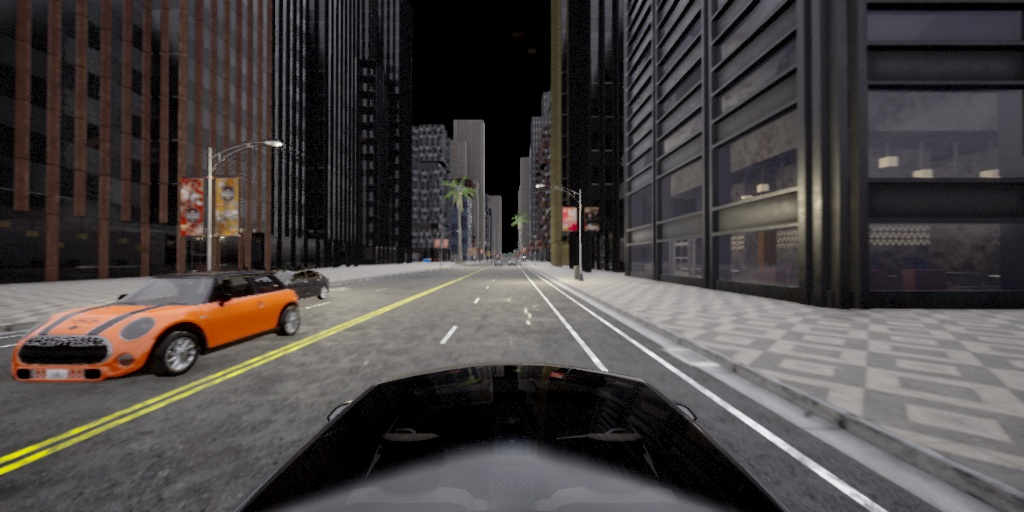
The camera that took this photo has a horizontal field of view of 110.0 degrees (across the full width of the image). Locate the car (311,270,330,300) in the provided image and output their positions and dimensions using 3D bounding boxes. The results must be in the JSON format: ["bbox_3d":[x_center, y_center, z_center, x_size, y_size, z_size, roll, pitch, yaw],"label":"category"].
[{"bbox_3d":[-9.758,1.319,15.519,1.837,1.490,4.892,0,0,0],"label":"car"}]

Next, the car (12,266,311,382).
[{"bbox_3d":[-6.572,1.128,7.435,2.097,1.767,4.553,0,0,0],"label":"car"}]
